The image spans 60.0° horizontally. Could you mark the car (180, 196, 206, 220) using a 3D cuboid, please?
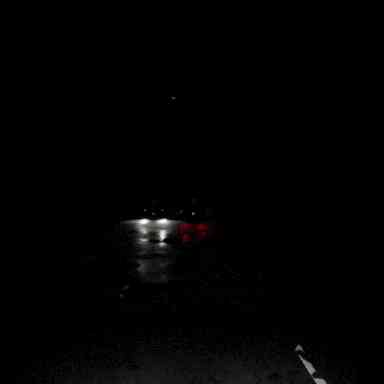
[{"bbox_3d":[0.100,1.326,26.172,2.128,1.511,4.902,0,0,0],"label":"car"}]

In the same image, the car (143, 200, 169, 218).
[{"bbox_3d":[-3.001,1.397,28.248,1.812,1.442,4.674,0,0,0],"label":"car"}]

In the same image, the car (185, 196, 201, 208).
[{"bbox_3d":[0.099,1.293,45.999,2.128,1.511,4.902,0,0,0],"label":"car"}]
